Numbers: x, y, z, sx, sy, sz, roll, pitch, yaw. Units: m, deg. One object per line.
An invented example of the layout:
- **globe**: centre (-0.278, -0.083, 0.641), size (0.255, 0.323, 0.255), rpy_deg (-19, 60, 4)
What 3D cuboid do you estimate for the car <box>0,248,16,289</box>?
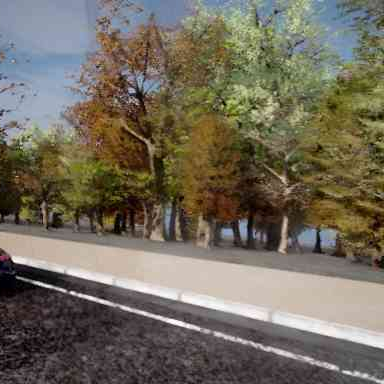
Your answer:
- **car**: centre (-6.112, 1.600, 8.040), size (4.181, 1.385, 1.994), rpy_deg (0, 0, 36)
